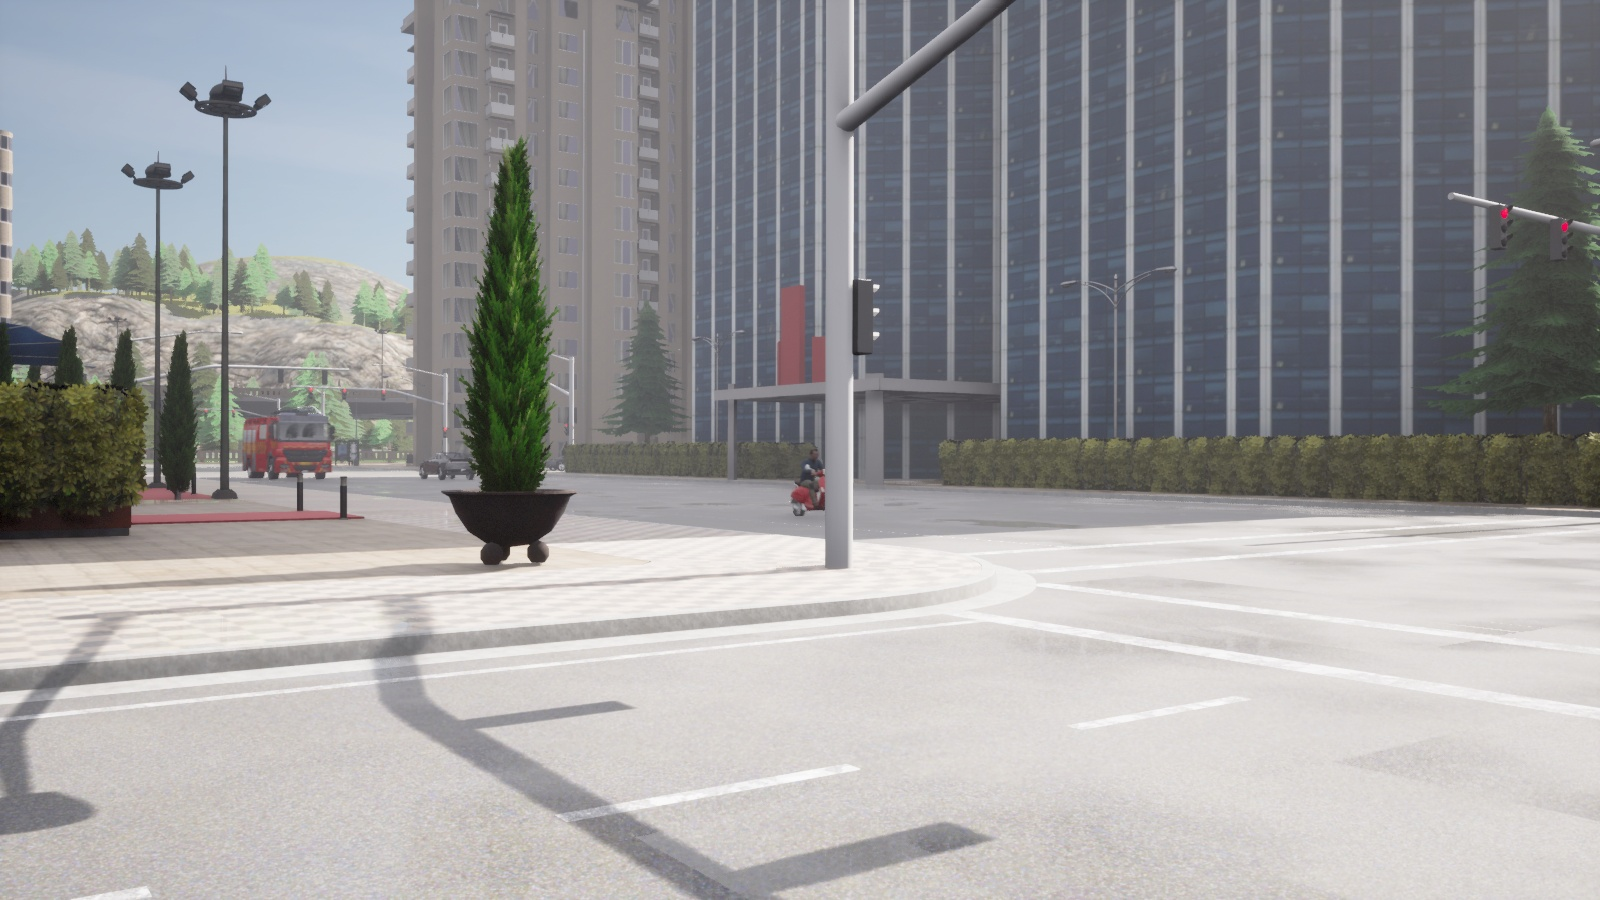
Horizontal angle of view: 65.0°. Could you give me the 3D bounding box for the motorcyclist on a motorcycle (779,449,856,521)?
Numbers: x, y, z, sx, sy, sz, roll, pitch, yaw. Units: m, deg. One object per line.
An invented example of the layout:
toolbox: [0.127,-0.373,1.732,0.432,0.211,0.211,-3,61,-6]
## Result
motorcyclist on a motorcycle: [0.384,0.767,28.598,0.866,1.590,1.817,0,0,-35]

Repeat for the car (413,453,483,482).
car: [-19.264,0.910,68.567,2.128,1.511,4.902,0,0,-35]

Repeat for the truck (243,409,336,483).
truck: [-28.191,-0.191,69.076,2.891,3.827,8.468,0,0,-35]
